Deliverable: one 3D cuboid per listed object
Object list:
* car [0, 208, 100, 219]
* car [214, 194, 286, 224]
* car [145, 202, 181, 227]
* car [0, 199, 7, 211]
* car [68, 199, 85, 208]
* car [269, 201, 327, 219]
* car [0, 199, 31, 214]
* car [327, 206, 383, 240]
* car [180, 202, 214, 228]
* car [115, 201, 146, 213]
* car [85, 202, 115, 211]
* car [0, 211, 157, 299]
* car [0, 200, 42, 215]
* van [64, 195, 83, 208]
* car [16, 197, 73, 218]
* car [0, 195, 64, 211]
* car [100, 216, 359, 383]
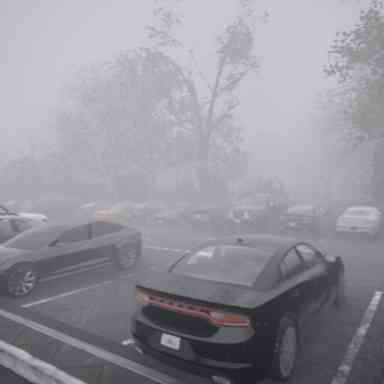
[{"bbox_3d":[-5.696,1.486,10.443,2.231,1.521,4.892,0,0,35],"label":"car"},{"bbox_3d":[3.954,1.156,19.619,2.435,2.045,5.566,0,0,35],"label":"car"},{"bbox_3d":[-0.602,1.467,22.818,2.163,1.488,4.792,0,0,35],"label":"car"},{"bbox_3d":[-25.640,1.672,40.465,2.097,1.535,5.008,-1,0,35],"label":"car"},{"bbox_3d":[-7.425,1.525,27.643,2.002,1.452,4.674,0,0,35],"label":"car"},{"bbox_3d":[6.249,1.396,18.037,2.097,1.535,5.008,0,0,35],"label":"car"},{"bbox_3d":[-21.083,1.607,37.265,2.097,1.535,5.008,-1,0,35],"label":"car"},{"bbox_3d":[8.429,1.425,16.510,2.002,1.452,4.674,0,0,35],"label":"car"},{"bbox_3d":[1.711,1.451,21.265,2.163,1.488,4.792,0,0,35],"label":"car"},{"bbox_3d":[-2.868,1.453,24.438,2.097,1.535,5.008,0,0,35],"label":"car"},{"bbox_3d":[-5.252,1.467,25.892,1.946,1.575,5.366,0,0,35],"label":"car"},{"bbox_3d":[-3.420,1.500,8.815,2.163,1.488,4.792,0,0,35],"label":"car"},{"bbox_3d":[-18.807,1.621,35.657,2.002,1.452,4.674,-1,0,35],"label":"car"},{"bbox_3d":[-11.917,1.290,30.944,1.878,1.987,4.442,0,0,35],"label":"van"},{"bbox_3d":[-14.275,1.410,32.424,2.185,1.767,4.553,0,0,35],"label":"car"},{"bbox_3d":[-7.976,1.249,12.083,2.435,2.045,5.566,0,0,35],"label":"car"},{"bbox_3d":[1.183,1.447,5.613,2.097,1.535,5.008,0,0,35],"label":"car"}]
